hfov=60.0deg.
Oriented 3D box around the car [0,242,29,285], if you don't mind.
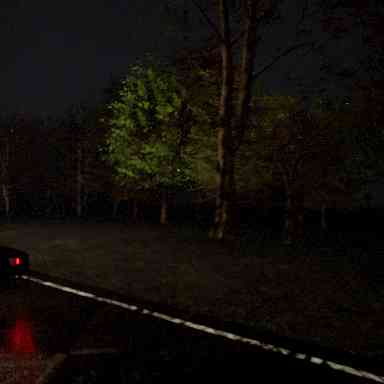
[{"bbox_3d":[-6.057,1.542,8.052,4.718,1.301,1.895,0,-1,35],"label":"car"}]
